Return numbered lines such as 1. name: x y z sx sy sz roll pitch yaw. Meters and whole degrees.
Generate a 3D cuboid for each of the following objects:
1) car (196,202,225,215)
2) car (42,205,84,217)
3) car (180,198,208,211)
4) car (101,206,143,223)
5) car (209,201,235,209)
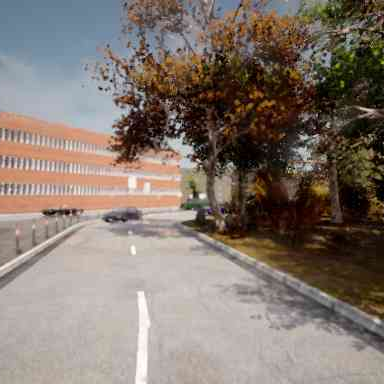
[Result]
1. car: 2.717 2.283 41.786 1.895 1.301 4.718 0 -1 27
2. car: -14.845 2.196 38.627 1.895 1.301 4.718 0 -1 29
3. car: 0.723 2.077 54.941 5.566 2.045 2.435 0 -1 27
4. car: -6.107 1.971 29.938 2.033 1.411 5.357 0 -1 13
5. car: 5.865 2.534 65.001 4.674 1.452 2.002 0 -1 27
